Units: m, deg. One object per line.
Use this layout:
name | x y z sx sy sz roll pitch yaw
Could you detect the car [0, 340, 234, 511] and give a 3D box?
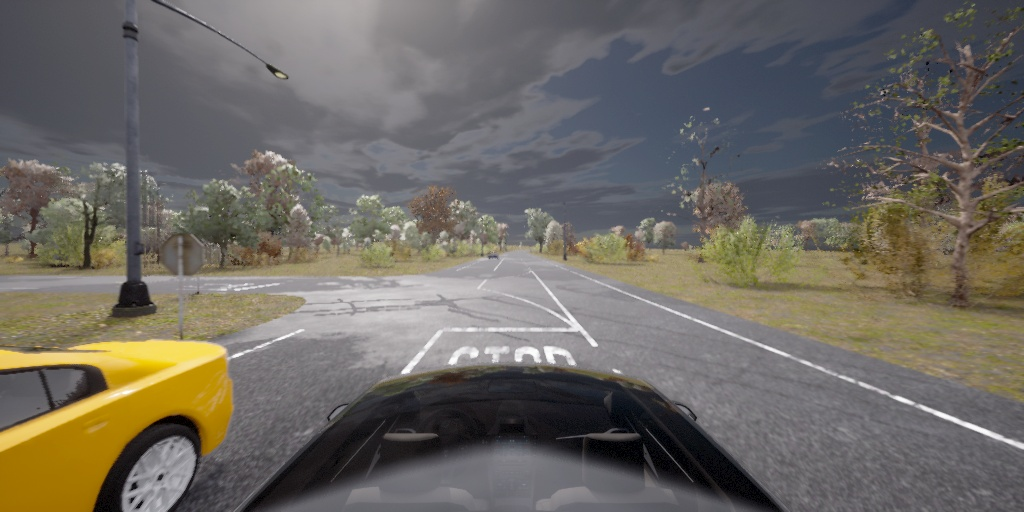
car | -3.509 1.239 1.196 1.882 1.535 5.008 0 1 0
